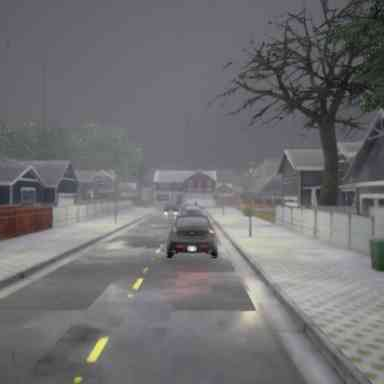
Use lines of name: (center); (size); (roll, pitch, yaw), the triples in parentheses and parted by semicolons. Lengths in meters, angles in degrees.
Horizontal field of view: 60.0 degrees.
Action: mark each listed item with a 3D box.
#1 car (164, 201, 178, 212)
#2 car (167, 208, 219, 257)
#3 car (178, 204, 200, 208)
car: (-2.763, 1.970, 45.564); (2.033, 1.411, 5.357); (0, -1, 0)
car: (0.020, 1.642, 13.530); (1.837, 1.490, 4.892); (0, 0, 0)
car: (0.021, 1.799, 28.922); (1.812, 1.442, 4.674); (0, 0, 0)
